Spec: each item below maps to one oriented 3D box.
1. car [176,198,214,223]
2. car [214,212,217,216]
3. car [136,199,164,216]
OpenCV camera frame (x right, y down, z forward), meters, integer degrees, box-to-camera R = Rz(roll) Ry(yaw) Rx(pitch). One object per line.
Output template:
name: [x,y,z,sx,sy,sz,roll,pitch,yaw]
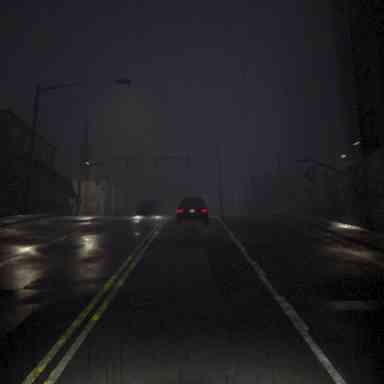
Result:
car: [0.010,1.046,20.193,2.033,1.411,5.357,0,0,0]
car: [1.617,2.620,38.388,1.882,1.535,5.008,-3,-11,18]
car: [-3.526,1.340,28.664,1.882,1.535,5.008,0,-6,1]
